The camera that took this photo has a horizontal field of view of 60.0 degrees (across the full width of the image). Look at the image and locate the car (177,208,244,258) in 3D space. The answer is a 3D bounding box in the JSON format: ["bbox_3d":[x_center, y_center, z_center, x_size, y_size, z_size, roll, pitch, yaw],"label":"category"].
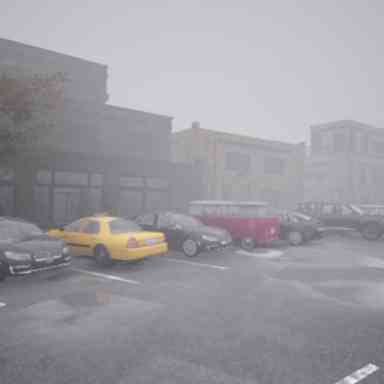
[{"bbox_3d":[-0.781,1.539,13.042,4.892,1.521,2.231,-1,-2,35],"label":"car"}]

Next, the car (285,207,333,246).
[{"bbox_3d":[3.994,1.677,16.410,4.892,1.521,2.231,0,-1,35],"label":"car"}]

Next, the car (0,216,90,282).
[{"bbox_3d":[-5.545,1.479,9.649,4.892,1.521,2.231,-1,-1,34],"label":"car"}]

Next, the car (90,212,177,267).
[{"bbox_3d":[-3.316,1.496,11.442,5.366,1.575,1.946,-1,-1,35],"label":"car"}]

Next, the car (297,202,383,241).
[{"bbox_3d":[8.807,1.646,19.797,5.566,2.045,2.435,0,-3,35],"label":"car"}]

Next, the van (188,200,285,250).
[{"bbox_3d":[1.513,1.372,14.799,4.442,1.987,1.878,0,-1,35],"label":"van"}]
